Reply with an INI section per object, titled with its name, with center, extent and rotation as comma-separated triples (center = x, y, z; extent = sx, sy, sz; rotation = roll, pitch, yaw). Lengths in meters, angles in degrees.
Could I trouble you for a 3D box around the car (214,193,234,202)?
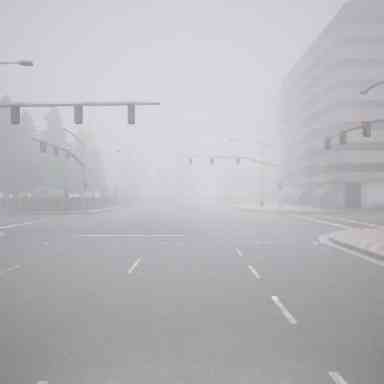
[car]
center = 7.422, 1.210, 76.381
extent = 2.150, 2.045, 5.566
rotation = 0, 0, 42
